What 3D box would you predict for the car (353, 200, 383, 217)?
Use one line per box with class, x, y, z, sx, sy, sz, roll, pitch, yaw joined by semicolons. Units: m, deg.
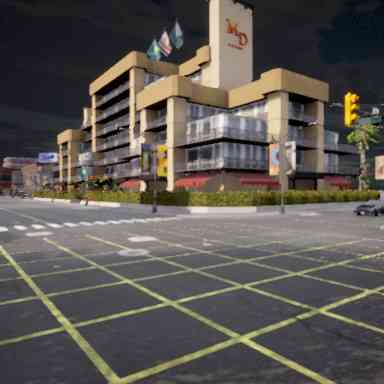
car;16.811;1.398;30.099;5.357;1.411;2.033;0;0;-35
